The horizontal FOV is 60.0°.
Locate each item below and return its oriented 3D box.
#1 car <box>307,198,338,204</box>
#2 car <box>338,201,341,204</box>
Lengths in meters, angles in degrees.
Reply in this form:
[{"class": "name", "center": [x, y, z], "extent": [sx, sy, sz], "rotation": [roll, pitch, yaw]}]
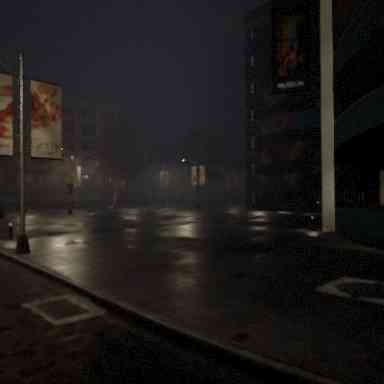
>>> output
[{"class": "car", "center": [15.110, 1.554, 39.643], "extent": [4.674, 1.452, 2.002], "rotation": [0, -1, -43]}, {"class": "car", "center": [21.150, 1.702, 51.012], "extent": [4.786, 1.482, 2.161], "rotation": [0, -1, -43]}]
